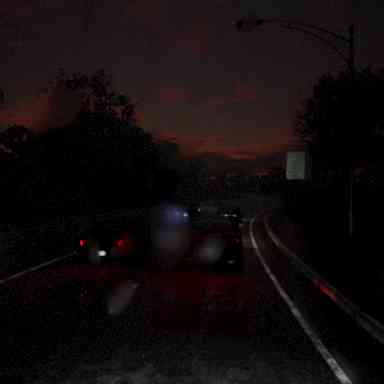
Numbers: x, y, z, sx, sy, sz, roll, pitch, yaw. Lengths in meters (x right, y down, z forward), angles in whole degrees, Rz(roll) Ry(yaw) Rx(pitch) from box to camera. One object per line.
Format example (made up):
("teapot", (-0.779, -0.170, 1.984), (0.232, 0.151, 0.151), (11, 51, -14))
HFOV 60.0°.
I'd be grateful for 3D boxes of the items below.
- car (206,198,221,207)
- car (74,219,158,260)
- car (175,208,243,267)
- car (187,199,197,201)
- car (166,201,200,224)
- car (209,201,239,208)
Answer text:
("car", (3.706, 1.801, 56.127), (2.128, 1.511, 4.902), (0, 0, 18))
("car", (-2.616, 1.678, 12.800), (1.895, 1.301, 4.718), (0, 0, 7))
("car", (0.798, 1.553, 11.868), (1.882, 1.535, 5.008), (0, 0, 6))
("car", (-0.084, 1.868, 55.750), (1.994, 1.385, 4.181), (0, 0, 18))
("car", (-0.539, 1.709, 26.406), (2.033, 1.411, 5.357), (0, 0, 12))
("car", (2.918, 1.711, 25.833), (2.033, 1.411, 5.357), (0, 0, 12))
